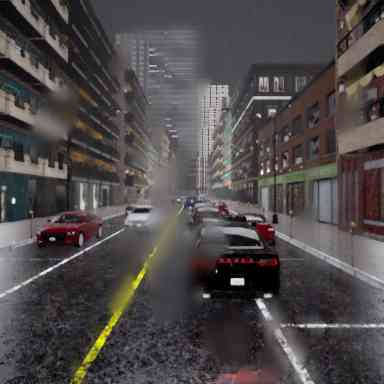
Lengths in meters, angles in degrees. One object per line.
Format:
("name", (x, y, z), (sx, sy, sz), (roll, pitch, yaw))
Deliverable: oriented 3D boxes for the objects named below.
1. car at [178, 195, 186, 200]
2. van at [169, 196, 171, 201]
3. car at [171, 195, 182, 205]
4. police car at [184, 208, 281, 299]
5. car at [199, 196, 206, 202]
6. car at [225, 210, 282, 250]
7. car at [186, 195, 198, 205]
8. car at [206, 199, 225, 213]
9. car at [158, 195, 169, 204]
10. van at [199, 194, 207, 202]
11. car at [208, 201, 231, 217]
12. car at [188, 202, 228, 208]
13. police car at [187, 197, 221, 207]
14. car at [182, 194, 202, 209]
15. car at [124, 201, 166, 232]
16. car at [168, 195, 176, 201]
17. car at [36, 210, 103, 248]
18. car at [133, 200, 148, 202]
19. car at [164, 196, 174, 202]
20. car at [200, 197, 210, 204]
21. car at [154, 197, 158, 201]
("car", (-2.728, 1.614, 95.290), (2.128, 1.511, 4.902), (0, 0, 0))
("van", (-5.293, 1.391, 60.416), (1.690, 1.788, 3.998), (1, 0, 0))
("car", (-2.797, 1.598, 61.110), (2.033, 1.411, 5.357), (0, 0, 1))
("police car", (0.827, 1.427, 8.629), (1.930, 1.638, 5.238), (0, 0, 0))
("car", (2.591, 1.620, 83.353), (1.752, 1.417, 4.829), (0, 0, 0))
("car", (2.575, 1.587, 14.907), (1.802, 1.307, 4.206), (1, 0, 0))
("car", (0.014, 1.400, 59.545), (2.097, 1.767, 4.553), (0, 0, 0))
("car", (2.581, 1.567, 37.667), (1.887, 1.381, 4.507), (1, 0, 0))
("car", (-5.296, 1.586, 54.727), (1.887, 1.381, 4.507), (1, 0, 0))
("van", (2.591, 1.423, 77.494), (1.690, 1.788, 3.998), (0, 0, 0))
("car", (2.579, 1.599, 31.977), (1.802, 1.307, 4.206), (1, 0, 0))
("car", (0.829, 1.512, 18.521), (1.837, 1.490, 4.892), (0, 0, 0))
("police car", (0.831, 1.436, 24.630), (1.930, 1.638, 5.238), (0, 0, 0))
("car", (0.024, 1.382, 46.106), (2.097, 1.767, 4.553), (0, 0, 0))
("car", (-2.845, 1.534, 20.236), (1.812, 1.442, 4.674), (0, 0, 0))
("car", (-5.288, 1.652, 88.866), (1.887, 1.381, 4.507), (0, 0, 0))
("car", (-5.304, 1.550, 14.897), (1.887, 1.381, 4.507), (1, 0, 0))
("car", (-5.301, 1.568, 31.967), (2.008, 1.369, 4.403), (1, 0, 0))
("car", (-5.291, 1.627, 77.486), (1.887, 1.381, 4.507), (0, 0, 0))
("car", (2.586, 1.641, 66.114), (1.802, 1.307, 4.206), (0, 0, 0))
("car", (-5.299, 1.547, 37.488), (1.752, 1.417, 4.829), (1, 0, 0))
